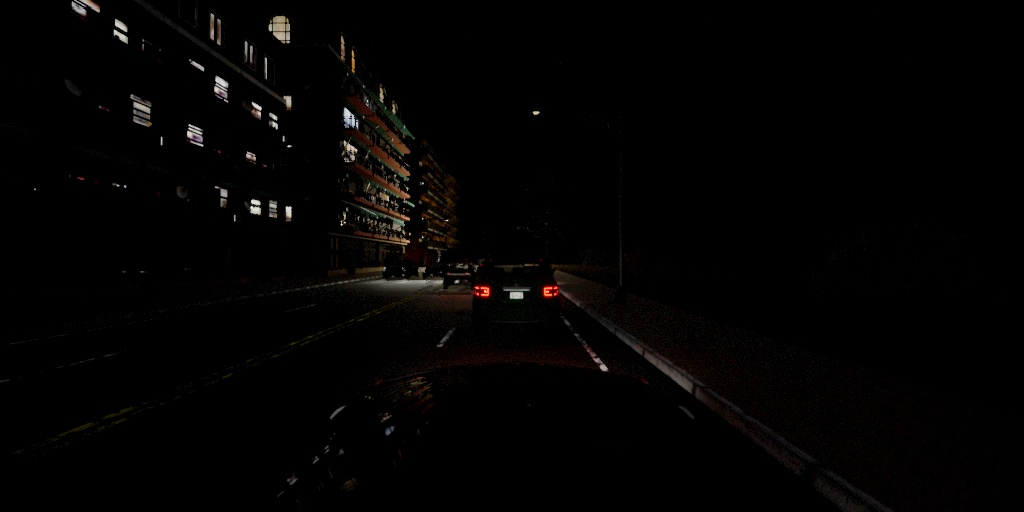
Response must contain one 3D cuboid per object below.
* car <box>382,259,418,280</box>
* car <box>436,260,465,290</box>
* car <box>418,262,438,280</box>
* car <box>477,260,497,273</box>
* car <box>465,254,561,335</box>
[{"bbox_3d":[-9.770,1.104,31.684,2.097,1.767,4.553,0,0,0],"label":"car"},{"bbox_3d":[-3.094,1.244,22.737,2.128,1.511,4.902,0,0,0],"label":"car"},{"bbox_3d":[-6.519,1.278,31.481,1.812,1.442,4.674,0,0,0],"label":"car"},{"bbox_3d":[-3.034,1.241,44.058,2.128,1.511,4.902,0,0,0],"label":"car"},{"bbox_3d":[0.118,0.973,10.673,2.150,2.045,5.566,0,0,0],"label":"car"}]
